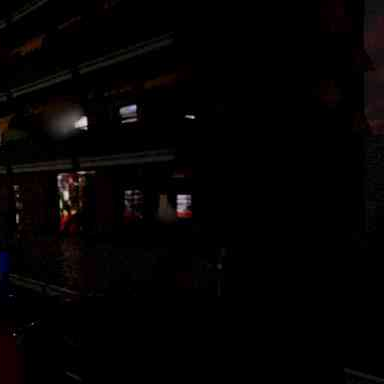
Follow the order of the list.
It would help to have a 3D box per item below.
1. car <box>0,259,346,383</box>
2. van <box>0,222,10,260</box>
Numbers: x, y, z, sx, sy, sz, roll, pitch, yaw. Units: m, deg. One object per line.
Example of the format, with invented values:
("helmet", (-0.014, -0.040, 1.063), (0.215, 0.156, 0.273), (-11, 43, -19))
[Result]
("car", (-0.662, 1.584, 3.352), (4.206, 1.307, 1.802), (0, 0, 36))
("van", (-5.291, 1.350, 6.657), (3.998, 1.788, 1.690), (0, 0, 36))
